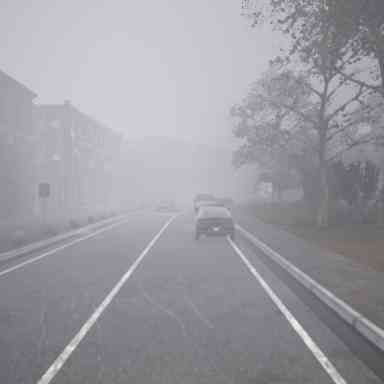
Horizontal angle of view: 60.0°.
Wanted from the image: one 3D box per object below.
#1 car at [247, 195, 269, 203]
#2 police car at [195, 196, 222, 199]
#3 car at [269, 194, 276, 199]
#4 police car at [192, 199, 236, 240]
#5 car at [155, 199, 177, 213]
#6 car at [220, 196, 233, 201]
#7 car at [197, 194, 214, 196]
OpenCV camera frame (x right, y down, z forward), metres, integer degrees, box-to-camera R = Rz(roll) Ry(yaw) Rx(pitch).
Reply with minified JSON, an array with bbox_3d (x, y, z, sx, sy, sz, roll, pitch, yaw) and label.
[{"bbox_3d":[12.272,1.251,63.435,1.812,1.442,4.674,-1,1,40],"label":"car"},{"bbox_3d":[1.108,1.406,27.050,1.930,1.638,5.238,0,0,1],"label":"police car"},{"bbox_3d":[16.762,0.922,73.931,4.181,1.385,1.994,-2,0,-32],"label":"car"},{"bbox_3d":[1.054,1.414,17.112,1.930,1.638,5.238,0,0,0],"label":"police car"},{"bbox_3d":[-2.821,1.526,37.483,2.033,1.411,5.357,0,0,5],"label":"car"},{"bbox_3d":[4.900,1.379,51.161,1.882,1.535,5.008,0,1,26],"label":"car"},{"bbox_3d":[1.394,1.198,32.797,2.150,2.045,5.566,0,0,5],"label":"car"}]
